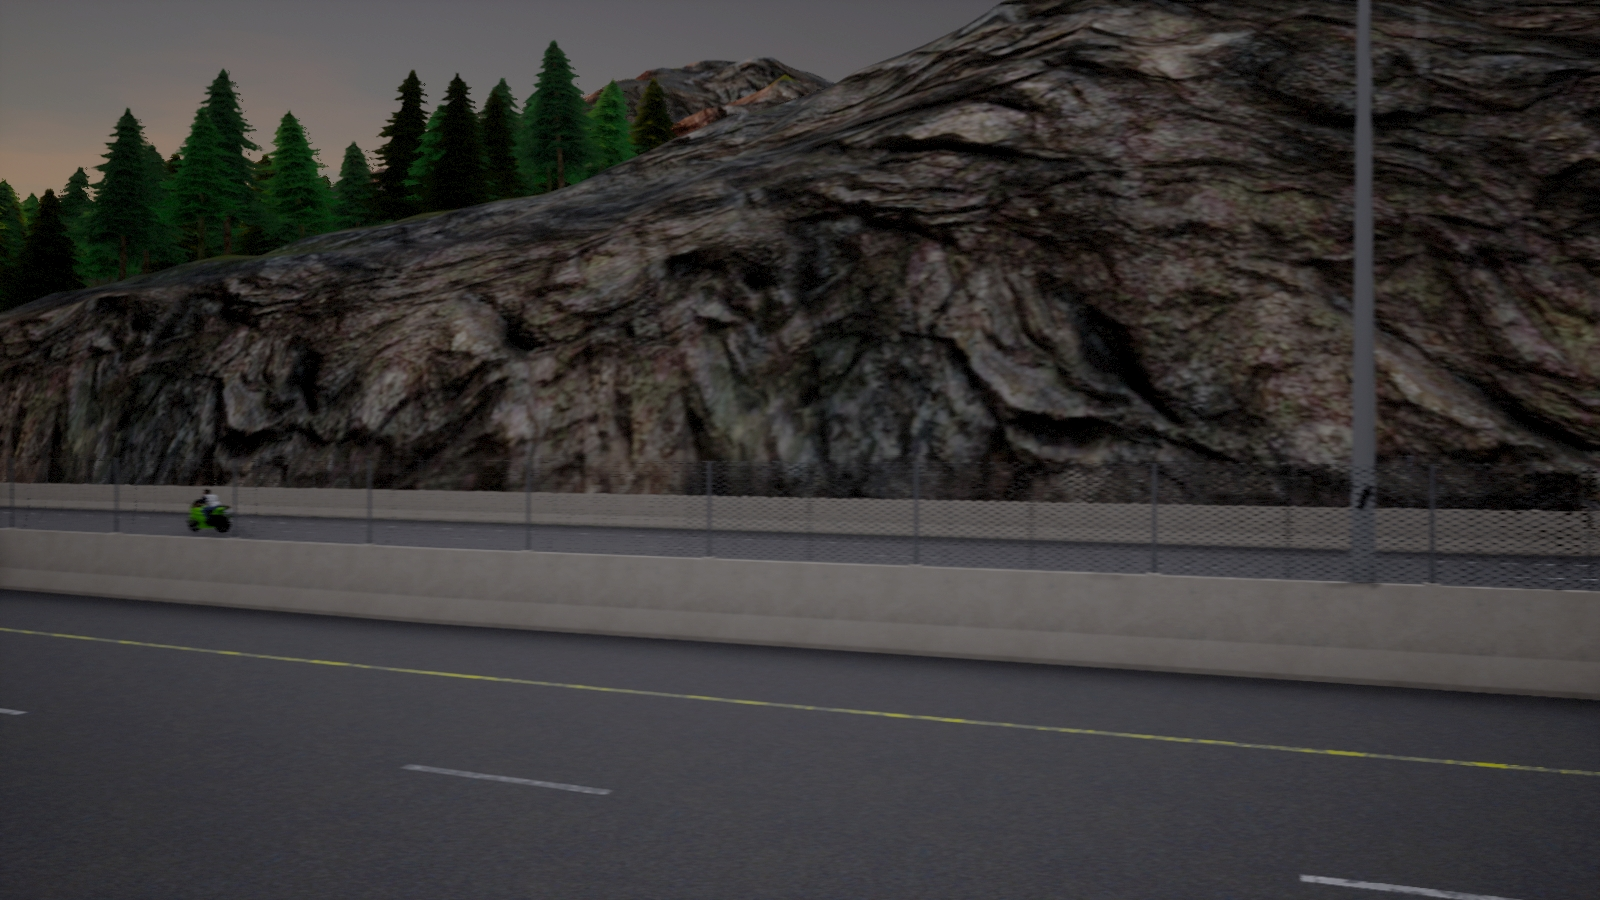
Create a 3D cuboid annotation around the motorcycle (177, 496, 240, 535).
[{"bbox_3d":[-19.965,2.206,38.552,2.033,1.217,0.803,0,0,25],"label":"motorcycle"}]
